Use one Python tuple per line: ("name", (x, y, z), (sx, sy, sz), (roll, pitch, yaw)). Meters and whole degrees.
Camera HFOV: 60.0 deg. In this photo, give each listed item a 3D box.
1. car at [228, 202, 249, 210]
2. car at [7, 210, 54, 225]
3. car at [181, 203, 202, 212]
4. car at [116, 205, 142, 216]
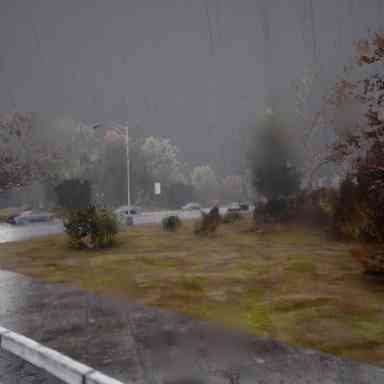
("car", (6.891, 2.178, 48.695), (1.994, 1.385, 4.181), (-3, -2, 32))
("car", (-15.876, 2.502, 32.800), (1.994, 1.385, 4.181), (-3, -2, 33))
("car", (-0.065, 2.592, 57.526), (2.128, 1.511, 4.902), (-3, -2, 32))
("car", (-8.668, 2.479, 44.066), (2.128, 1.511, 4.902), (-3, -2, 32))
